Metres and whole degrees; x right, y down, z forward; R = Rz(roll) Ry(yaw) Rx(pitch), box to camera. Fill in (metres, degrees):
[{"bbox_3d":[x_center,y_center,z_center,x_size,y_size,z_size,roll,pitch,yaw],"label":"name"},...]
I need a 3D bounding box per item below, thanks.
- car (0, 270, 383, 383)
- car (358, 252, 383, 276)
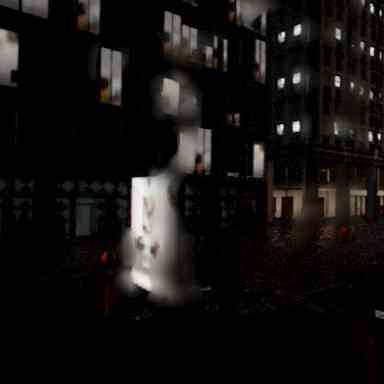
[{"bbox_3d":[-0.017,1.571,2.855,4.206,1.307,1.802,0,1,-35],"label":"car"},{"bbox_3d":[4.611,1.548,6.107,4.507,1.381,1.887,0,1,-35],"label":"car"}]
